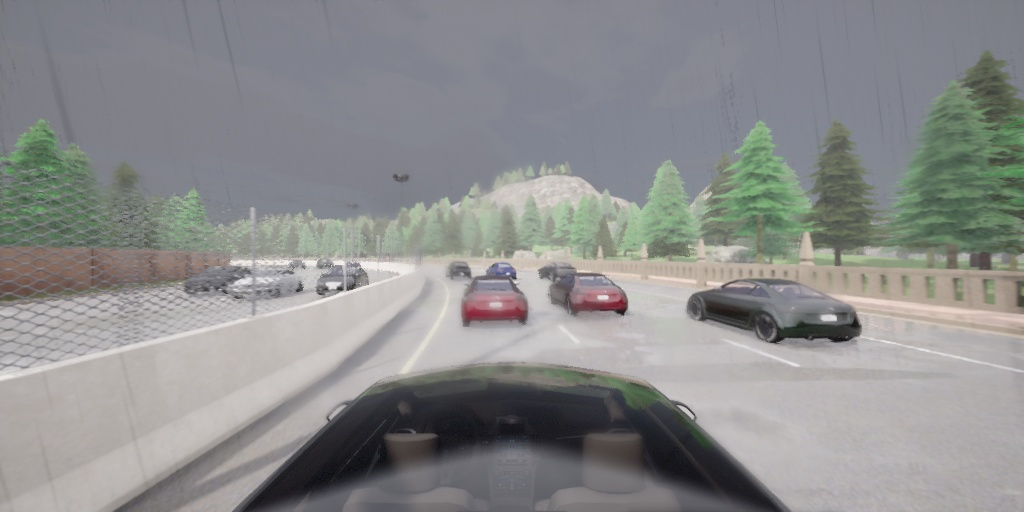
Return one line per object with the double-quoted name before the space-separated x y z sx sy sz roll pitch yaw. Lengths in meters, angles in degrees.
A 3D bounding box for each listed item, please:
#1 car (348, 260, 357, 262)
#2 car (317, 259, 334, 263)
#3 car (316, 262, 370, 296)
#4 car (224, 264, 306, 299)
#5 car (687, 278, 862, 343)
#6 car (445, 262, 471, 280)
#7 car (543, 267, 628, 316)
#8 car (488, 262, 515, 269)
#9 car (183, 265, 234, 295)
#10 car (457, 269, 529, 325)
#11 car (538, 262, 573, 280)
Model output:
"car" -25.489 1.379 57.352 2.033 1.411 5.357 0 0 -35
"car" -29.557 1.199 56.858 2.097 1.767 4.553 0 0 -36
"car" -9.095 1.271 19.628 2.128 1.511 4.902 0 0 -12
"car" -12.453 1.319 18.622 1.812 1.442 4.674 0 0 -11
"car" 6.585 1.285 9.607 1.994 1.385 4.181 0 0 -4
"car" -4.758 1.263 31.561 1.837 1.490 4.892 0 0 -17
"car" 2.686 1.299 13.463 1.994 1.385 4.181 0 0 -7
"car" -0.942 1.269 30.962 1.812 1.442 4.674 0 0 -16
"car" -16.421 1.313 20.512 1.837 1.490 4.892 0 0 -14
"car" -0.652 1.313 11.858 1.994 1.385 4.181 0 0 -6
"car" 3.489 1.218 28.098 2.128 1.511 4.902 0 0 -14
